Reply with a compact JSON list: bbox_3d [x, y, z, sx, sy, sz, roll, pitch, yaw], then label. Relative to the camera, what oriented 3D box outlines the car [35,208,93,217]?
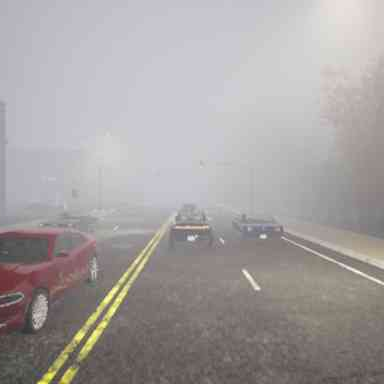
[{"bbox_3d":[-6.795,1.736,18.672,1.895,1.301,4.718,0,0,-1],"label":"car"}]

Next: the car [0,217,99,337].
[{"bbox_3d":[-3.408,1.529,7.009,1.882,1.535,5.008,0,-1,-1],"label":"car"}]

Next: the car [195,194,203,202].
[{"bbox_3d":[2.168,2.003,91.874,2.033,1.411,5.357,0,0,-1],"label":"car"}]

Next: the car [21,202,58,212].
[{"bbox_3d":[-20.480,2.150,45.742,4.313,1.339,1.947,-1,1,-1],"label":"car"}]

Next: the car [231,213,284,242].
[{"bbox_3d":[3.172,1.719,17.123,1.895,1.301,4.718,0,0,-1],"label":"car"}]

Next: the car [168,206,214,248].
[{"bbox_3d":[-0.057,1.599,15.244,2.128,1.511,4.902,0,0,-1],"label":"car"}]

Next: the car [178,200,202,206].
[{"bbox_3d":[-0.252,1.747,31.517,1.812,1.442,4.674,0,0,-1],"label":"car"}]

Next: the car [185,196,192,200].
[{"bbox_3d":[-1.082,1.943,91.835,1.882,1.535,5.008,0,0,-1],"label":"car"}]

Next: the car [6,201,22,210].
[{"bbox_3d":[-28.915,2.211,54.152,4.403,1.369,2.008,-1,1,-1],"label":"car"}]
